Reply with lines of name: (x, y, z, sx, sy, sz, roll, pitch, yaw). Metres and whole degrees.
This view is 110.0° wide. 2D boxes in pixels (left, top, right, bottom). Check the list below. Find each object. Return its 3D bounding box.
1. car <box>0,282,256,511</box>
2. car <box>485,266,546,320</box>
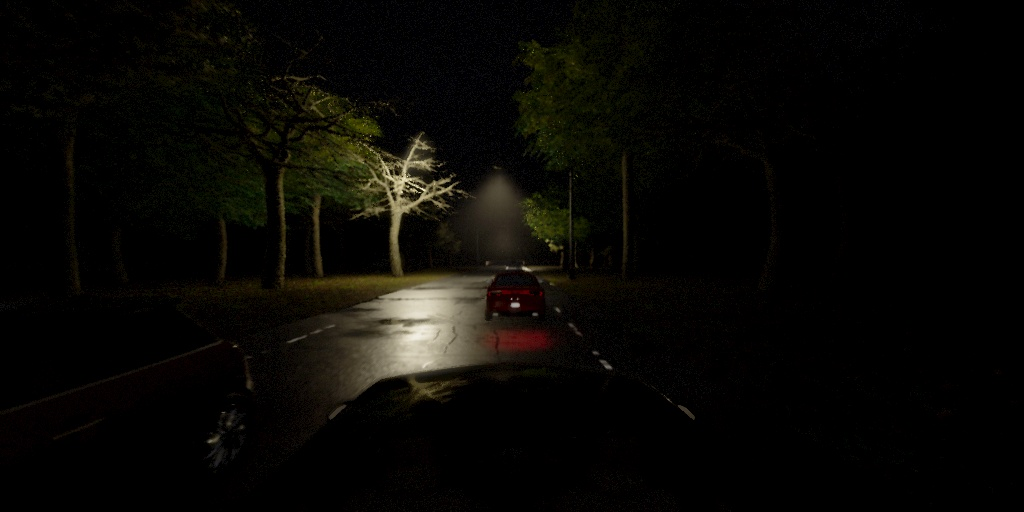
car: (-3.599, 1.101, 1.630, 2.097, 1.767, 4.553, 0, 0, 0)
car: (0.101, 1.288, 12.898, 1.882, 1.535, 5.008, 0, 0, 0)
